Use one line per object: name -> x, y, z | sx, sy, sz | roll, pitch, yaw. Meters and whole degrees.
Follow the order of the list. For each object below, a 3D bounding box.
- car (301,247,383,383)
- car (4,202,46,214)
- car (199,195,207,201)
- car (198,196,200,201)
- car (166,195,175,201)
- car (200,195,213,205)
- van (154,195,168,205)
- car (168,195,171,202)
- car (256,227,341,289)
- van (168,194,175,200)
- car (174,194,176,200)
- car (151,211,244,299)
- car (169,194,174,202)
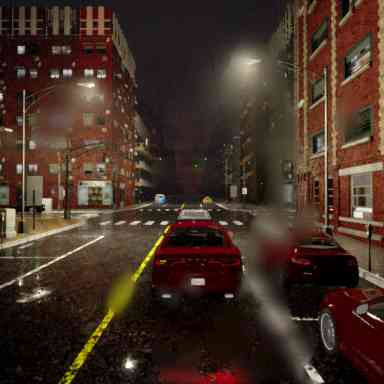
car -> 2.669, 1.583, 3.178 | 1.802, 1.307, 4.206 | 1, 0, 0
car -> -18.688, 1.729, 37.230 | 4.313, 1.339, 1.947 | 0, -1, 0
car -> 2.754, 1.597, 86.349 | 1.947, 1.339, 4.313 | 1, 0, 0
car -> 2.751, 1.572, 80.698 | 1.887, 1.381, 4.507 | 1, 0, 0
car -> -5.626, 1.582, 86.393 | 2.008, 1.369, 4.403 | 1, 0, 0
car -> 2.737, 1.543, 58.258 | 1.752, 1.417, 4.829 | 1, 0, 0
van -> -5.640, 1.359, 58.132 | 1.690, 1.788, 3.998 | 1, 0, 0
car -> -5.640, 1.602, 63.784 | 1.802, 1.307, 4.206 | 1, 0, 0
car -> 2.842, 1.584, 8.834 | 1.802, 1.307, 4.206 | 1, 0, 0
van -> -5.619, 1.375, 92.046 | 1.690, 1.788, 3.998 | 1, 0, 0
car -> -5.629, 1.553, 80.571 | 1.752, 1.417, 4.829 | 1, 0, 0
car -> 0.103, 1.480, 8.517 | 1.882, 1.535, 5.008 | 0, 0, 0
car -> -5.633, 1.607, 75.088 | 1.802, 1.307, 4.206 | 1, 0, 0
